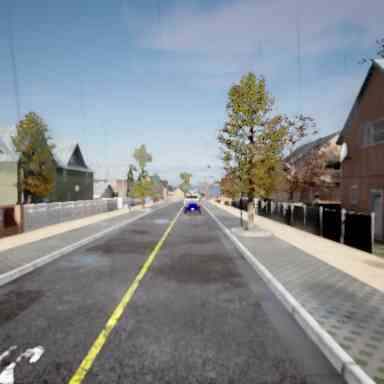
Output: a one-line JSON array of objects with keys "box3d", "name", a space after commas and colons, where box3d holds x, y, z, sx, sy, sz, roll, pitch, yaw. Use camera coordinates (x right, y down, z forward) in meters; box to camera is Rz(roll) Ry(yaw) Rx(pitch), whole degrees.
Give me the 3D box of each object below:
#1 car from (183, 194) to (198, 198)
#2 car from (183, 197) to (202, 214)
[{"box3d": [-0.032, 1.329, 46.614, 2.150, 2.045, 5.566, 0, 0, 0], "name": "car"}, {"box3d": [0.074, 1.586, 36.269, 1.812, 1.442, 4.674, 0, 0, 0], "name": "car"}]
